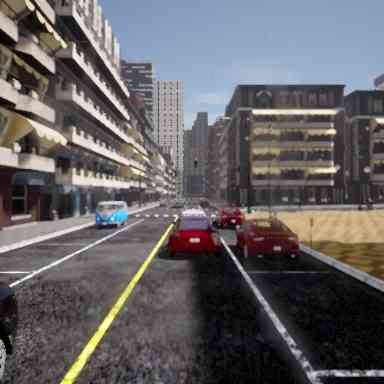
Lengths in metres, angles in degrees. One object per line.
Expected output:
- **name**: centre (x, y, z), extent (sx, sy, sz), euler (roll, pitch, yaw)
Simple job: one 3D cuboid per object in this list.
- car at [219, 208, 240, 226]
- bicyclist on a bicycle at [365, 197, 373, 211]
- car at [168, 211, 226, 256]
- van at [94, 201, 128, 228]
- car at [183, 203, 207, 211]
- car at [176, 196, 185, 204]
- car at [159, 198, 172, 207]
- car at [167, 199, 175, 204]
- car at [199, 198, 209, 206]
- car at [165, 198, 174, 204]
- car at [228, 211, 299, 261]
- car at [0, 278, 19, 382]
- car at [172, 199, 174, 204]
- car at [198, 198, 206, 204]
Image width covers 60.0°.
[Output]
- **car**: centre (2.684, 1.768, 23.745), extent (1.887, 1.381, 4.507), euler (0, -1, 0)
- **bicyclist on a bicycle**: centre (20.247, 1.380, 38.069), extent (0.582, 1.620, 1.656), euler (-1, 0, -1)
- **car**: centre (0.099, 1.692, 13.762), extent (1.994, 1.385, 4.181), euler (0, -1, 0)
- **van**: centre (-5.697, 1.565, 23.748), extent (1.690, 1.788, 3.998), euler (0, -1, 0)
- **car**: centre (0.101, 1.878, 29.275), extent (1.895, 1.301, 4.718), euler (0, -1, 0)
- **car**: centre (-2.995, 2.104, 89.043), extent (2.150, 2.045, 5.566), euler (0, -1, 0)
- **car**: centre (-5.692, 2.205, 67.220), extent (2.008, 1.369, 4.403), euler (0, -1, 0)
- **car**: centre (-5.691, 2.467, 89.330), extent (1.802, 1.307, 4.206), euler (-1, -1, 0)
- **car**: centre (2.687, 2.152, 72.743), extent (1.967, 1.590, 4.097), euler (-1, -1, 0)
- **car**: centre (-5.693, 2.267, 83.804), extent (1.967, 1.590, 4.097), euler (-1, -1, 0)
- **car**: centre (2.684, 1.663, 12.694), extent (1.887, 1.381, 4.507), euler (0, -1, 0)
- **car**: centre (-3.101, 1.513, 2.243), extent (2.128, 1.511, 4.902), euler (0, -1, 0)
- **car**: centre (-5.692, 2.278, 72.747), extent (1.947, 1.339, 4.313), euler (0, -1, 0)
- **car**: centre (2.690, 2.436, 89.324), extent (2.008, 1.369, 4.403), euler (-1, -1, 0)
